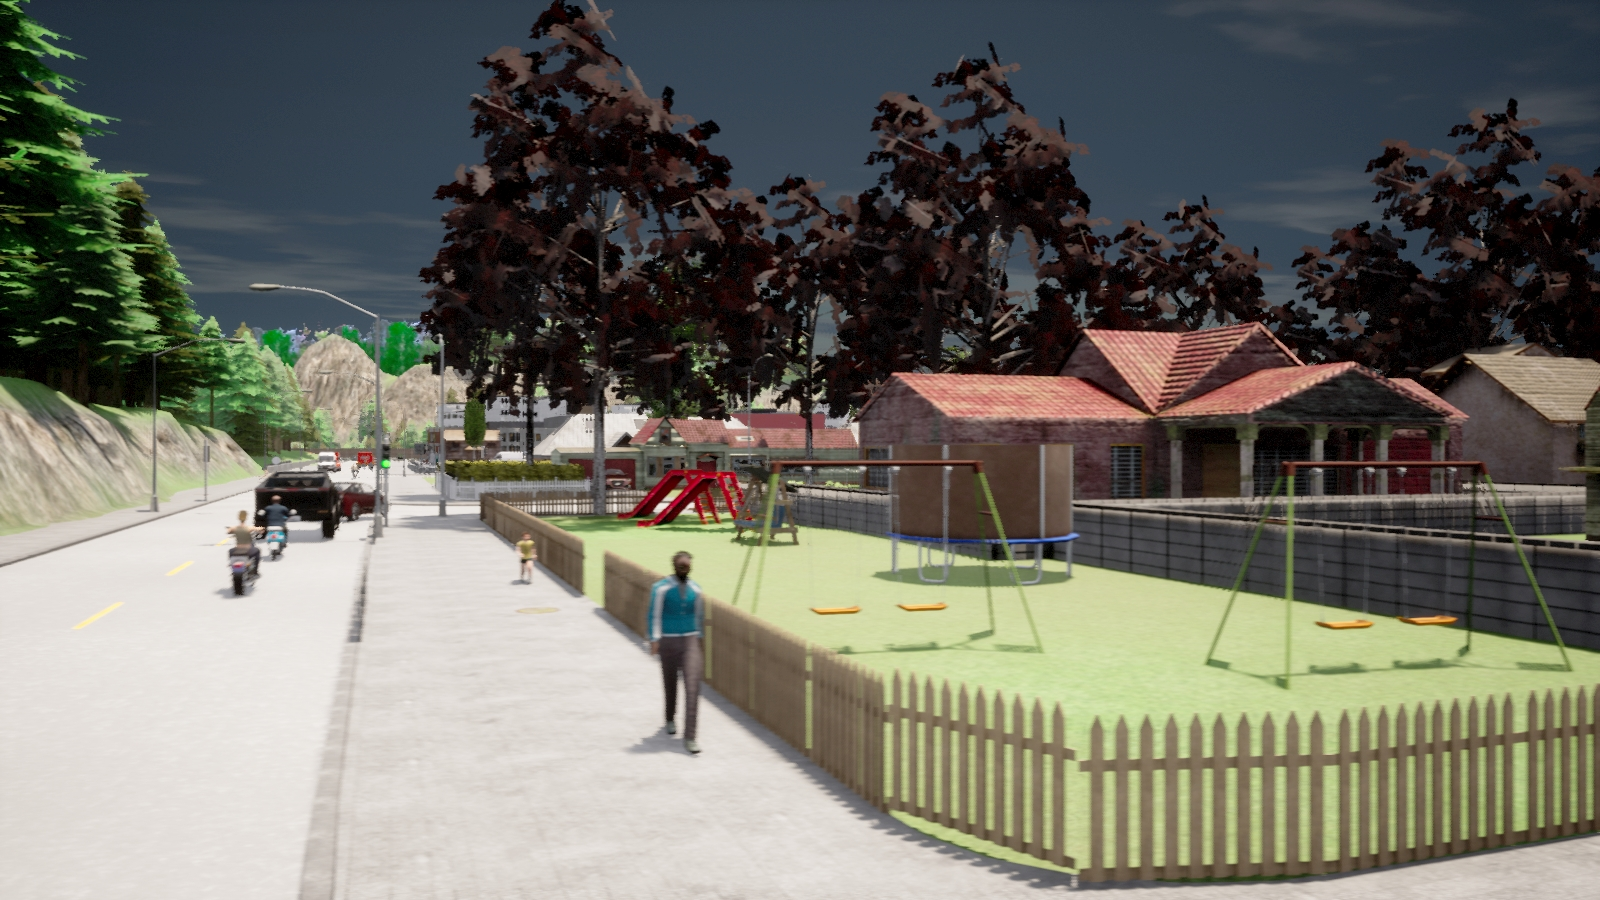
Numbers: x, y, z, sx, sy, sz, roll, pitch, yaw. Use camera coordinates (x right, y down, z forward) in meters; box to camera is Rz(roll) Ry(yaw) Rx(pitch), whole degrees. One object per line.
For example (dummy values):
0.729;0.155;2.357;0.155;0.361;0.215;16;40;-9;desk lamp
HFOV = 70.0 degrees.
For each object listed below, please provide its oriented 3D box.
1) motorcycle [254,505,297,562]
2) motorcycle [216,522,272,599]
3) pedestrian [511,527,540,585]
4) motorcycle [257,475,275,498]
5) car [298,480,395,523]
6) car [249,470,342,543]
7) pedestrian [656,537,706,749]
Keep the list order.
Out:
-13.573;2.142;29.612;0.856;1.316;1.805;0;0;-20;motorcycle
-11.046;2.155;22.743;0.764;1.307;2.356;0;0;-20;motorcycle
-5.517;2.125;22.951;0.500;1.100;0.500;0;0;-23;pedestrian
-31.768;2.155;67.970;0.764;1.307;2.356;0;0;-20;motorcycle
-18.177;2.040;46.040;2.007;1.525;4.514;0;0;2;car
-16.476;1.754;37.636;2.390;2.098;6.274;0;0;-20;car
-1.090;1.745;10.455;0.375;1.860;0.375;0;0;-20;pedestrian
